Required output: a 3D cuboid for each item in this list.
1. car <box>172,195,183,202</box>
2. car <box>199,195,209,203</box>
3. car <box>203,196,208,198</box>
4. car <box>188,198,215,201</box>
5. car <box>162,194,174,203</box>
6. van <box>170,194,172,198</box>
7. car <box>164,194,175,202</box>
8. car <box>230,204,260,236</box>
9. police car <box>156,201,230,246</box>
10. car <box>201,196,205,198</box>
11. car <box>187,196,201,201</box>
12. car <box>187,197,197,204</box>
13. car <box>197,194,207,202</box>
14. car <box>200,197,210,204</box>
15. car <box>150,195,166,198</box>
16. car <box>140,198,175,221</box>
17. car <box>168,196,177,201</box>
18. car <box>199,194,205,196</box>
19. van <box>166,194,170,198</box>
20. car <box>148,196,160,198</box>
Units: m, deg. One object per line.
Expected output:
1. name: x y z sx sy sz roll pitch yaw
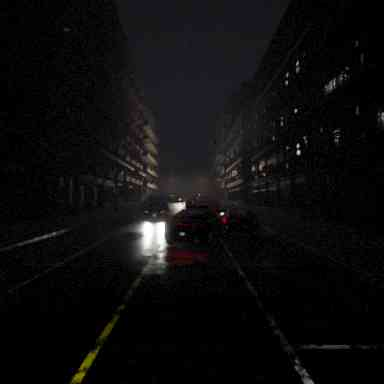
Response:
1. car: -2.749 1.703 68.140 2.033 1.411 5.357 0 0 0
2. car: 2.597 1.592 73.830 1.967 1.590 4.097 1 0 0
3. car: 2.586 1.595 40.644 1.887 1.381 4.507 1 0 0
4. car: 0.826 1.498 25.191 1.882 1.535 5.008 0 0 0
5. car: -5.287 1.468 73.891 2.192 1.841 5.009 1 0 0
6. van: -5.289 1.453 62.831 1.690 1.788 3.998 1 0 0
7. car: -5.287 1.490 79.421 2.192 1.841 5.009 1 0 0
8. car: 2.585 1.556 18.522 1.887 1.381 4.507 1 0 0
9. police car: 0.276 1.434 15.571 1.930 1.638 5.238 0 0 15
10. car: 2.586 1.614 46.176 2.008 1.369 4.403 1 0 0
11. car: 0.002 1.676 50.979 1.895 1.301 4.718 0 0 0
12. car: 0.003 1.687 65.909 1.994 1.385 4.181 0 0 0
13. car: 2.559 1.513 84.892 2.192 1.841 5.009 1 0 0
14. car: 2.587 1.676 68.298 1.887 1.381 4.507 1 0 0
15. car: -5.288 1.378 46.240 2.192 1.841 5.009 2 0 0
16. car: -2.847 1.516 27.704 2.128 1.511 4.902 0 0 0
17. car: -5.293 1.790 90.483 1.947 1.339 4.313 1 0 0
18. car: 2.587 1.656 62.768 1.887 1.381 4.507 1 0 0
19. van: -5.288 1.434 57.299 1.690 1.788 3.998 2 0 0
20. car: -5.294 1.576 40.538 1.752 1.417 4.829 2 0 0
